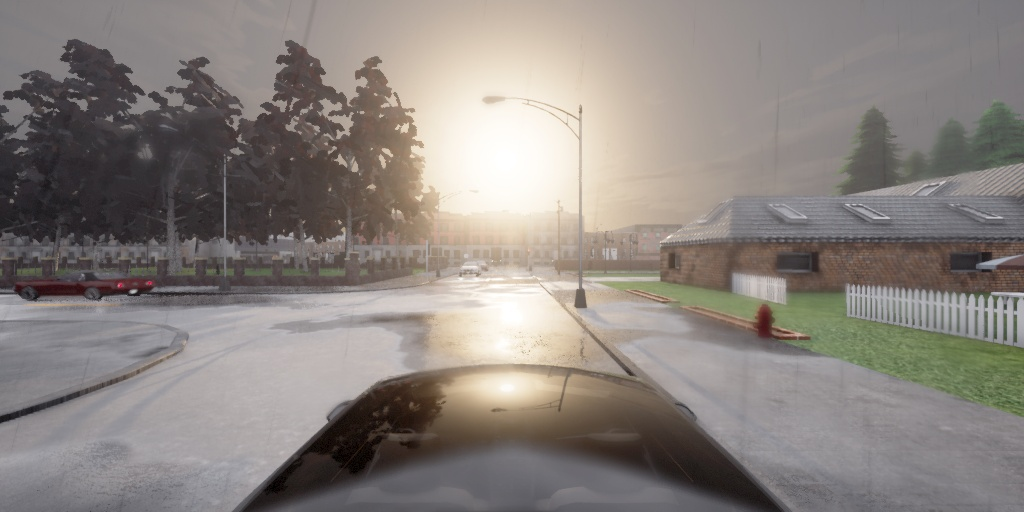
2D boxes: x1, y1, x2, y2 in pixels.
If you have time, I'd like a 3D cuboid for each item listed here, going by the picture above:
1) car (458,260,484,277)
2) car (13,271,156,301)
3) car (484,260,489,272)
[{"bbox_3d":[-4.100,1.276,35.709,1.812,1.442,4.674,0,0,0],"label":"car"},{"bbox_3d":[-19.690,1.351,16.607,4.718,1.301,1.895,0,0,1],"label":"car"},{"bbox_3d":[-4.070,1.276,46.605,1.812,1.442,4.674,0,0,0],"label":"car"}]
